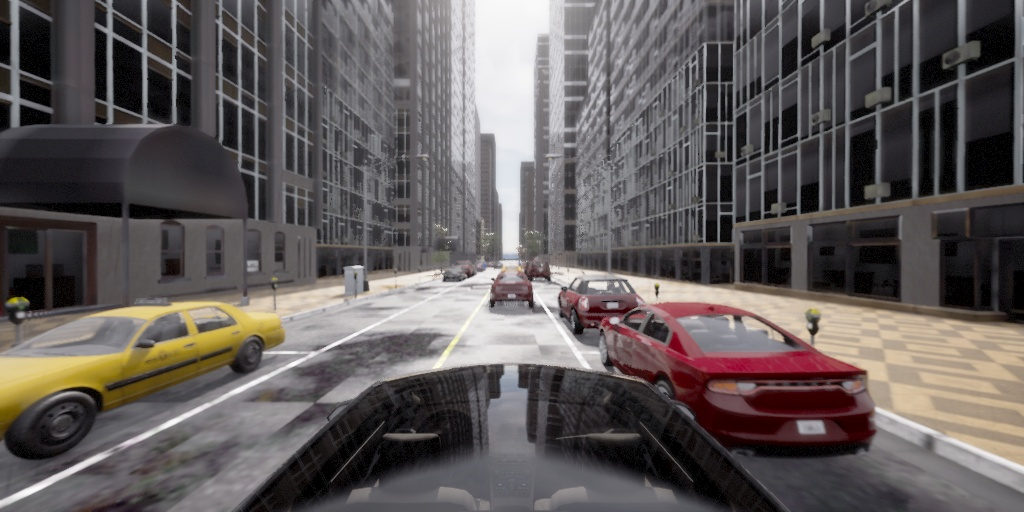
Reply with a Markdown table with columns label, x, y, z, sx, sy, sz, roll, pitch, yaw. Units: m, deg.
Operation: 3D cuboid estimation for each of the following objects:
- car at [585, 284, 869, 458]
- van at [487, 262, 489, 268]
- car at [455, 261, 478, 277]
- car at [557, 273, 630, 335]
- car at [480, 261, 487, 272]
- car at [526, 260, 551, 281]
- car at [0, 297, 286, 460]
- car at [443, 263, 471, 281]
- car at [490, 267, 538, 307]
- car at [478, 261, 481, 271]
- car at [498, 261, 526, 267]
| label | x | y | z | sx | sy | sz | roll | pitch | yaw |
| --- | --- | --- | --- | --- | --- | --- | --- | --- | --- |
| car | 2.530 | 1.328 | 5.246 | 1.888 | 1.381 | 4.507 | 0 | 0 | 0 |
| van | -5.339 | 1.668 | 61.697 | 1.690 | 1.789 | 3.998 | 0 | 0 | 0 |
| car | -5.330 | 1.419 | 39.104 | 2.192 | 1.841 | 5.009 | 0 | 0 | 0 |
| car | 2.528 | 1.275 | 10.894 | 1.967 | 1.591 | 4.097 | 0 | 0 | 0 |
| car | -5.337 | 1.853 | 56.049 | 1.802 | 1.307 | 4.207 | 0 | 0 | 0 |
| car | 2.520 | 1.364 | 33.488 | 2.192 | 1.841 | 5.009 | 0 | 0 | 0 |
| car | -5.318 | 1.308 | 5.046 | 1.751 | 1.417 | 4.829 | 0 | 0 | 0 |
| car | -5.328 | 1.600 | 33.456 | 2.007 | 1.370 | 4.403 | 0 | 0 | 0 |
| car | -0.001 | 1.411 | 16.240 | 1.812 | 1.442 | 4.674 | 0 | 0 | 0 |
| car | -5.332 | 1.710 | 44.753 | 2.007 | 1.370 | 4.403 | 0 | 0 | 0 |
| car | -0.005 | 1.507 | 31.336 | 1.882 | 1.535 | 5.008 | 0 | 0 | 0 |
